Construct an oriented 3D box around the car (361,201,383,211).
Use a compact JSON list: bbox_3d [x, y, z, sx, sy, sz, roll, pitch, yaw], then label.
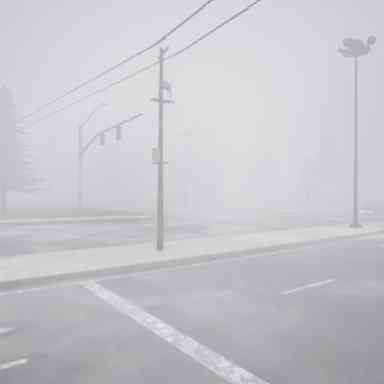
[{"bbox_3d":[25.216,1.921,46.074,4.181,1.385,1.994,1,0,-35],"label":"car"}]
